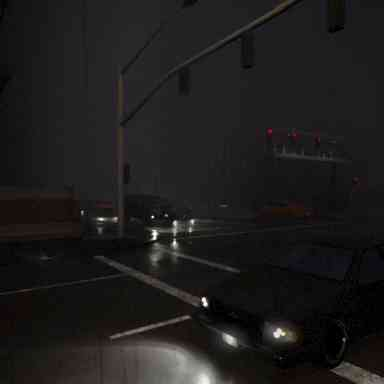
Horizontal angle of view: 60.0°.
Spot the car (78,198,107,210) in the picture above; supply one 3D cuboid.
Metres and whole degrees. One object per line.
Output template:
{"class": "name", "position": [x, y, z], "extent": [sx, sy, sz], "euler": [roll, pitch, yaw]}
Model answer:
{"class": "car", "position": [-13.364, 1.546, 44.531], "extent": [2.033, 1.411, 5.357], "euler": [0, 0, -36]}

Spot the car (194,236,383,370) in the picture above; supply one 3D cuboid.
{"class": "car", "position": [2.642, 1.547, 5.931], "extent": [5.357, 1.411, 2.033], "euler": [0, 0, -36]}

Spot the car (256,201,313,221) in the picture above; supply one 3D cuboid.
{"class": "car", "position": [7.517, 1.475, 27.615], "extent": [1.882, 1.535, 5.008], "euler": [-1, 0, -37]}

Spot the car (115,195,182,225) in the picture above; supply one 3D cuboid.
{"class": "car", "position": [-3.334, 1.221, 24.549], "extent": [2.150, 2.045, 5.566], "euler": [0, 0, -36]}

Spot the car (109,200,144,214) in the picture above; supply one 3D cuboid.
{"class": "car", "position": [-7.161, 1.599, 35.880], "extent": [1.895, 1.301, 4.718], "euler": [0, 0, -36]}

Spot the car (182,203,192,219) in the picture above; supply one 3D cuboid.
{"class": "car", "position": [-1.918, 1.350, 28.581], "extent": [2.097, 1.767, 4.553], "euler": [0, 0, -36]}

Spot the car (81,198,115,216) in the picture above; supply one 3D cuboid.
{"class": "car", "position": [-9.095, 1.476, 32.574], "extent": [1.882, 1.535, 5.008], "euler": [0, 0, -36]}

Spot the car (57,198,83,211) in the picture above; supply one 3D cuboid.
{"class": "car", "position": [-15.090, 1.525, 40.941], "extent": [1.812, 1.442, 4.674], "euler": [0, 0, -35]}
